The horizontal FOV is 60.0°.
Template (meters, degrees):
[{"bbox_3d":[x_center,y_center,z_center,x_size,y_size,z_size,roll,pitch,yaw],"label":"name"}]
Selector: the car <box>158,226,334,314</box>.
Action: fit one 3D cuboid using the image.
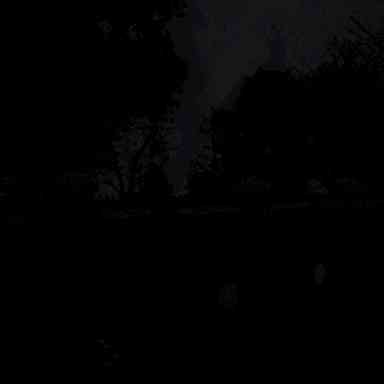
[{"bbox_3d":[1.372,1.504,7.539,4.507,1.381,1.887,-1,0,-36],"label":"car"}]
